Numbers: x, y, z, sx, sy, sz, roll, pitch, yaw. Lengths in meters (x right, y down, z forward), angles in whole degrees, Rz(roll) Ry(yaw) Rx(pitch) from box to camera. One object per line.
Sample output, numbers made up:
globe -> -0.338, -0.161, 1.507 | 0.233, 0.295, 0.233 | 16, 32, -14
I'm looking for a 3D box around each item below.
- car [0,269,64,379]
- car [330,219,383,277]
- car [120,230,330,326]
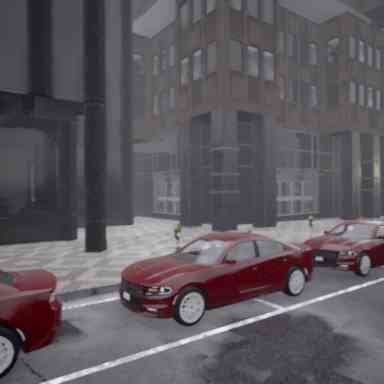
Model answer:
car -> -3.874, 1.543, 3.781 | 4.507, 1.381, 1.887 | 0, -1, -35
car -> 5.285, 1.563, 10.314 | 4.507, 1.381, 1.887 | 0, -1, -35
car -> 0.705, 1.553, 7.047 | 4.507, 1.381, 1.887 | 0, -1, -35
